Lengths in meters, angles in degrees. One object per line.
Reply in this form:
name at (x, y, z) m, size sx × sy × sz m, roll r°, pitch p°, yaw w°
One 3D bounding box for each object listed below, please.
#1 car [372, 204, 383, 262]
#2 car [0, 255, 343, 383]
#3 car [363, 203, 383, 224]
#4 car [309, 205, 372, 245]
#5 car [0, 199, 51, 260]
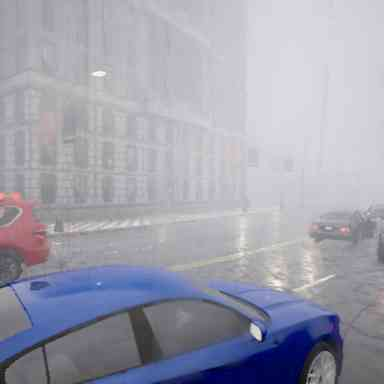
car at (7.882, 1.347, 11.225) m, size 2.097 × 1.767 × 4.553 m, roll 0°, pitch 0°, yaw 41°
car at (-0.546, 1.476, 3.130) m, size 5.008 × 1.535 × 1.882 m, roll 0°, pitch 0°, yaw -36°
car at (14.443, 1.590, 25.166) m, size 1.895 × 1.301 × 4.718 m, roll 0°, pitch 0°, yaw 37°
car at (7.150, 1.539, 15.521) m, size 2.033 × 1.411 × 5.357 m, roll 0°, pitch 0°, yaw 39°
car at (-6.266, 1.213, 7.668) m, size 5.566 × 2.045 × 2.150 m, roll 0°, pitch 0°, yaw -35°
